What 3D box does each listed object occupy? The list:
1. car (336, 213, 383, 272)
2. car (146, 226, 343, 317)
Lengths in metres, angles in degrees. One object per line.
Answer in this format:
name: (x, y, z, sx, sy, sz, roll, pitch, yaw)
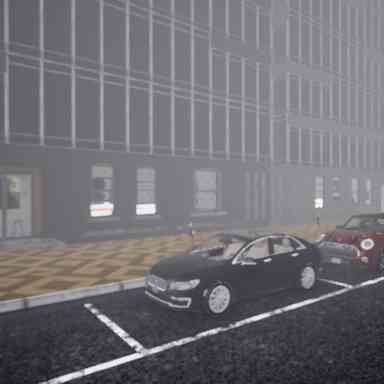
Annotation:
car: (5.743, 1.433, 10.656, 4.097, 1.590, 1.967, 0, 0, -35)
car: (1.108, 1.548, 7.350, 4.403, 1.369, 2.008, 0, 0, -35)
